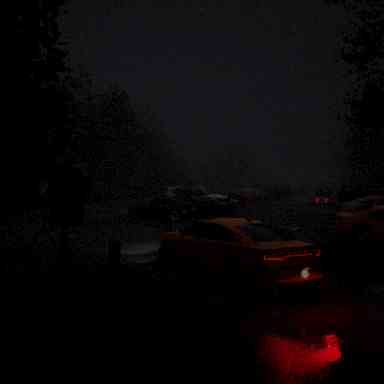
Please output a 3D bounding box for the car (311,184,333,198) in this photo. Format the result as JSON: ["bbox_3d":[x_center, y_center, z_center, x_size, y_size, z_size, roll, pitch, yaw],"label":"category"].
[{"bbox_3d":[18.553,0.002,47.193,2.128,1.511,4.902,1,2,25],"label":"car"}]

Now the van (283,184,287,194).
[{"bbox_3d":[12.047,-0.416,52.239,4.442,1.987,1.878,1,2,25],"label":"van"}]

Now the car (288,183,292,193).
[{"bbox_3d":[14.232,-0.334,57.351,4.792,1.488,2.163,1,2,25],"label":"car"}]

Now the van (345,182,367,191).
[{"bbox_3d":[37.781,-1.236,76.904,4.442,1.987,1.878,1,2,25],"label":"van"}]

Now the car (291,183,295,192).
[{"bbox_3d":[15.392,-0.419,59.872,4.792,1.488,2.163,1,2,25],"label":"car"}]

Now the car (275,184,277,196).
[{"bbox_3d":[8.457,0.074,44.734,4.892,1.521,2.231,1,3,25],"label":"car"}]

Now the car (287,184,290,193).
[{"bbox_3d":[13.073,-0.249,54.829,4.792,1.488,2.163,1,2,25],"label":"car"}]

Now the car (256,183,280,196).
[{"bbox_3d":[9.652,-0.144,47.238,4.553,1.767,2.185,1,2,25],"label":"car"}]

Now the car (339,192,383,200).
[{"bbox_3d":[10.000,1.109,16.695,4.553,1.767,2.185,1,3,25],"label":"car"}]

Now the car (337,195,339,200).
[{"bbox_3d":[11.050,1.159,19.129,4.792,1.488,2.163,1,3,25],"label":"car"}]

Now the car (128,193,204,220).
[{"bbox_3d":[-1.991,1.067,22.072,4.792,1.488,2.163,1,3,25],"label":"car"}]

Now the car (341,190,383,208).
[{"bbox_3d":[16.833,0.612,31.701,4.792,1.488,2.163,1,3,25],"label":"car"}]

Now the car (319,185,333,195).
[{"bbox_3d":[22.853,-0.329,56.544,1.882,1.535,5.008,1,2,25],"label":"car"}]

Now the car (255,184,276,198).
[{"bbox_3d":[7.476,0.170,42.141,5.366,1.575,1.946,1,3,25],"label":"car"}]

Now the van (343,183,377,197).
[{"bbox_3d":[24.846,-0.302,49.328,4.442,1.987,1.878,1,2,25],"label":"van"}]

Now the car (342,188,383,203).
[{"bbox_3d":[19.251,0.398,36.820,4.792,1.488,2.163,1,3,25],"label":"car"}]

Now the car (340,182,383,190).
[{"bbox_3d":[15.728,0.442,29.151,5.566,2.045,2.435,1,3,25],"label":"car"}]

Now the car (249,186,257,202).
[{"bbox_3d":[3.662,0.485,34.737,5.366,1.575,1.946,1,3,25],"label":"car"}]

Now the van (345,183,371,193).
[{"bbox_3d":[32.051,-0.814,64.439,4.442,1.987,1.878,1,2,25],"label":"van"}]

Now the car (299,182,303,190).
[{"bbox_3d":[19.886,-0.796,70.021,5.366,1.575,1.946,1,2,25],"label":"car"}]

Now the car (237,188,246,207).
[{"bbox_3d":[1.681,0.709,29.542,5.366,1.575,1.946,1,3,25],"label":"car"}]

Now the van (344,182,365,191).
[{"bbox_3d":[38.782,-1.329,79.638,4.442,1.987,1.878,1,2,25],"label":"van"}]

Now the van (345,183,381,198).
[{"bbox_3d":[23.901,-0.213,46.715,4.442,1.987,1.878,1,2,25],"label":"van"}]

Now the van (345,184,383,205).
[{"bbox_3d":[18.173,0.248,34.257,4.442,1.987,1.878,1,3,25],"label":"van"}]

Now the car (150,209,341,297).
[{"bbox_3d":[0.886,1.394,8.462,1.882,1.535,5.008,2,-1,-31],"label":"car"}]

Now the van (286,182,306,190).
[{"bbox_3d":[25.745,-1.445,82.590,4.442,1.987,1.878,1,2,25],"label":"van"}]

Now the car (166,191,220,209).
[{"bbox_3d":[-0.801,0.929,24.577,5.008,1.535,2.097,1,3,25],"label":"car"}]

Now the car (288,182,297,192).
[{"bbox_3d":[16.409,-0.540,62.457,5.366,1.575,1.946,1,2,25],"label":"car"}]

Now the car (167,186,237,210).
[{"bbox_3d":[0.379,0.569,27.076,5.566,2.045,2.435,1,3,25],"label":"car"}]

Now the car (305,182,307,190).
[{"bbox_3d":[23.527,-1.047,77.509,5.008,1.535,2.097,1,2,25],"label":"car"}]

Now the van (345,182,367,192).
[{"bbox_3d":[36.677,-1.155,74.502,4.442,1.987,1.878,1,2,25],"label":"van"}]

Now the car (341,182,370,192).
[{"bbox_3d":[35.389,-1.097,72.046,5.566,2.045,2.435,1,2,25],"label":"car"}]

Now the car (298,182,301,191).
[{"bbox_3d":[18.890,-0.704,67.425,4.892,1.521,2.231,1,2,25],"label":"car"}]

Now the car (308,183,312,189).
[{"bbox_3d":[27.036,-1.554,85.050,5.566,2.045,2.435,1,2,25],"label":"car"}]

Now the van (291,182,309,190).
[{"bbox_3d":[29.215,-1.627,90.141,4.442,1.987,1.878,1,1,25],"label":"van"}]

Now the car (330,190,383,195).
[{"bbox_3d":[13.221,0.905,24.222,5.366,1.575,1.946,1,3,25],"label":"car"}]

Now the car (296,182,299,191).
[{"bbox_3d":[17.742,-0.618,64.898,4.892,1.521,2.231,1,2,25],"label":"car"}]

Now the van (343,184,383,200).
[{"bbox_3d":[21.377,-0.043,41.763,4.442,1.987,1.878,1,2,24],"label":"van"}]

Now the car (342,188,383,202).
[{"bbox_3d":[20.353,0.305,39.216,4.792,1.488,2.163,1,2,25],"label":"car"}]

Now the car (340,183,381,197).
[{"bbox_3d":[26.083,-0.411,51.806,5.566,2.045,2.435,1,2,25],"label":"car"}]

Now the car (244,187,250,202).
[{"bbox_3d":[2.678,0.601,32.137,4.892,1.521,2.231,1,3,25],"label":"car"}]

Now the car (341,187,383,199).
[{"bbox_3d":[22.643,0.096,44.254,5.008,1.535,2.097,1,2,25],"label":"car"}]

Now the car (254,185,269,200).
[{"bbox_3d":[6.031,0.263,39.887,5.366,1.575,1.946,1,3,25],"label":"car"}]

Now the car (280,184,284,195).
[{"bbox_3d":[10.808,-0.077,49.762,4.792,1.488,2.163,1,2,25],"label":"car"}]

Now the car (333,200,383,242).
[{"bbox_3d":[8.810,1.343,14.200,5.008,1.535,2.097,1,3,25],"label":"car"}]

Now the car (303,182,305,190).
[{"bbox_3d":[22.344,-1.087,74.994,4.553,1.767,2.185,1,2,25],"label":"car"}]
